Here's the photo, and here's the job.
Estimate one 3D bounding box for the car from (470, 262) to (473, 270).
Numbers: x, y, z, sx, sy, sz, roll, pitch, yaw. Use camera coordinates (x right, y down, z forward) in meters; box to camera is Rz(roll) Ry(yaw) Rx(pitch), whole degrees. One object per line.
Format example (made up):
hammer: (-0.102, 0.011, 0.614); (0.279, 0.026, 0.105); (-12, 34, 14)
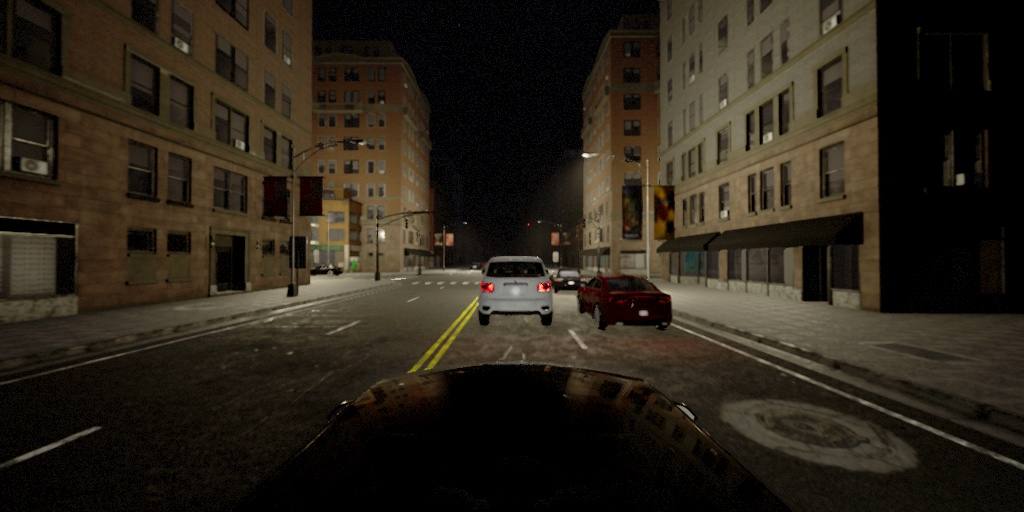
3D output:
car: (-6.520, 1.807, 65.166); (2.128, 1.511, 4.902); (0, 0, 1)

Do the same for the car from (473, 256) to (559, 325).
car: (0.105, 1.062, 12.272); (2.150, 2.045, 5.566); (0, -1, 0)

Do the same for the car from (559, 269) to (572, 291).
car: (3.355, 1.500, 22.265); (1.994, 1.385, 4.181); (0, -1, 0)

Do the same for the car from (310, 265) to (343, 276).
car: (-22.114, 1.693, 42.026); (4.313, 1.339, 1.948); (0, 0, 0)

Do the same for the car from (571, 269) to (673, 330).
car: (3.352, 1.317, 11.575); (1.882, 1.535, 5.008); (0, 0, 0)
